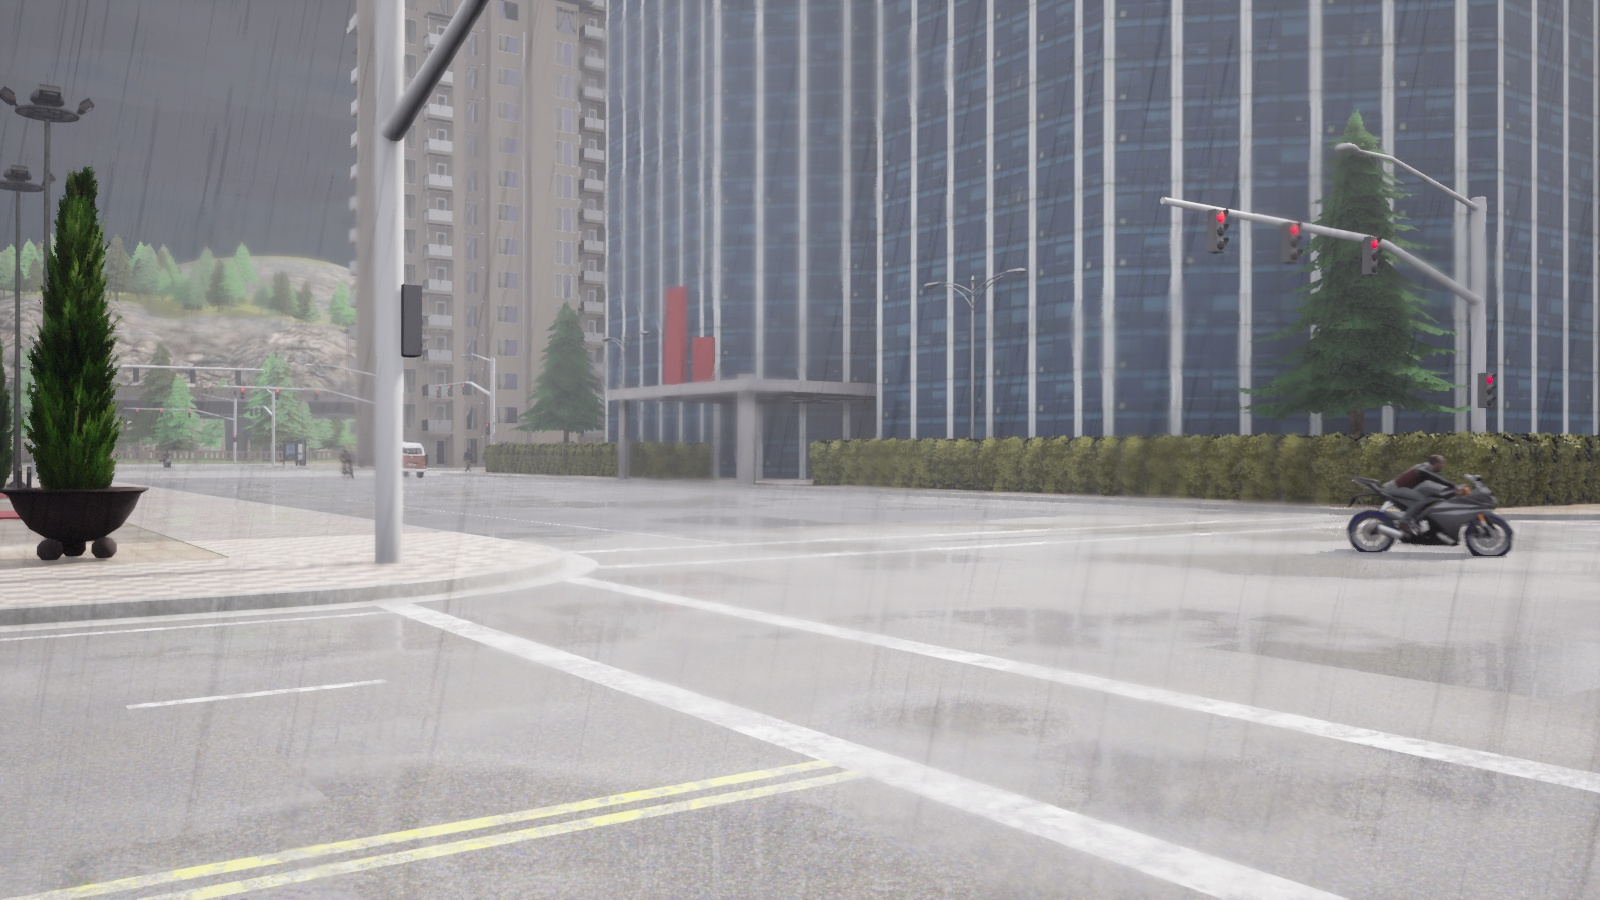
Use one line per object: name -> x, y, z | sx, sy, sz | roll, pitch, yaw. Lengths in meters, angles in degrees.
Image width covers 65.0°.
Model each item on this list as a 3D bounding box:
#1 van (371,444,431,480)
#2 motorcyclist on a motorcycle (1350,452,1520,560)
van -> -23.235, 0.696, 73.072 | 2.069, 2.038, 4.480 | 0, 0, -35
motorcyclist on a motorcycle -> 9.382, 0.805, 18.633 | 2.191, 1.530, 0.866 | 0, -1, 26
